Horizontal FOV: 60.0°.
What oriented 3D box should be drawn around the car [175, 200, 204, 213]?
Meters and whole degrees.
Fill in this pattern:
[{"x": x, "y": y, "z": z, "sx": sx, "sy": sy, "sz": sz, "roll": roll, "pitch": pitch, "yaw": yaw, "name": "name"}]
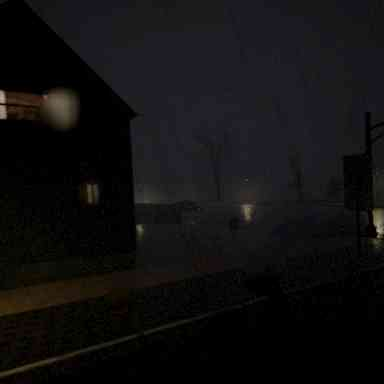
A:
[{"x": -0.443, "y": 1.752, "z": 40.469, "sx": 1.837, "sy": 1.490, "sz": 4.892, "roll": -4, "pitch": 2, "yaw": -30, "name": "car"}]
